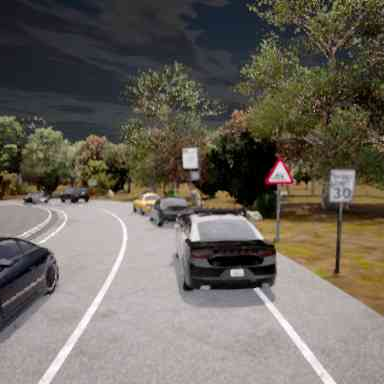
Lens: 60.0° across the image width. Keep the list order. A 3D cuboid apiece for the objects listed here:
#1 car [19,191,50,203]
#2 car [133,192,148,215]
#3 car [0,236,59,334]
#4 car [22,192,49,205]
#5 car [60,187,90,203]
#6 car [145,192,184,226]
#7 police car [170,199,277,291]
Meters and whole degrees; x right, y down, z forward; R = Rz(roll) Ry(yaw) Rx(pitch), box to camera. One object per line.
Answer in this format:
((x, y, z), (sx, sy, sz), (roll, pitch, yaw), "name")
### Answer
((-25.165, 0.782, 53.033), (4.902, 1.511, 2.128), (-2, 4, 34), "car")
((-3.231, 0.788, 25.004), (1.801, 1.575, 5.366), (-2, 2, -20), "car")
((-3.730, 1.463, 5.428), (1.994, 1.385, 4.181), (0, 1, -4), "car")
((-20.855, 0.928, 44.453), (2.128, 1.511, 4.902), (-6, 4, -44), "car")
((-15.436, 0.359, 43.642), (2.150, 2.045, 5.566), (-6, 3, -41), "car")
((-1.265, 0.999, 18.854), (1.837, 1.490, 4.892), (-2, 2, -15), "car")
((0.580, 1.208, 8.688), (1.930, 1.638, 5.238), (-1, 2, -6), "police car")
